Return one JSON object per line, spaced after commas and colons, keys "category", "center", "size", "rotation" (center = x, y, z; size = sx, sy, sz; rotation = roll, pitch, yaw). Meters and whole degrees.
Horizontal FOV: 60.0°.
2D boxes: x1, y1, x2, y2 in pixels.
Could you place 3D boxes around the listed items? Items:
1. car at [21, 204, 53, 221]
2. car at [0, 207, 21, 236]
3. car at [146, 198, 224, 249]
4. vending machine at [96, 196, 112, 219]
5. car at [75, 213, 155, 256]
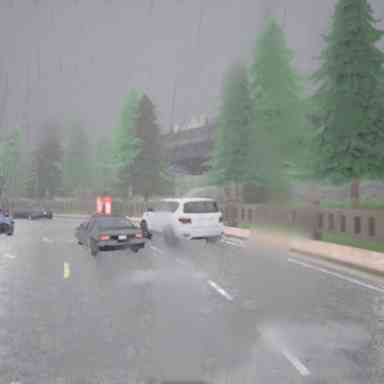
{"category": "car", "center": [-14.487, 1.811, 29.994], "size": [4.181, 1.385, 1.994], "rotation": [-1, 0, 32]}
{"category": "car", "center": [-11.586, 1.654, 18.688], "size": [1.882, 1.535, 5.008], "rotation": [0, -1, -44]}
{"category": "car", "center": [-0.638, 1.290, 15.395], "size": [2.150, 2.045, 5.566], "rotation": [0, 0, -26]}
{"category": "vending machine", "center": [-8.091, 1.391, 30.708], "size": [0.880, 2.100, 1.100], "rotation": [-1, 0, 38]}
{"category": "car", "center": [-3.546, 1.634, 13.715], "size": [2.033, 1.411, 5.357], "rotation": [0, 0, -27]}
